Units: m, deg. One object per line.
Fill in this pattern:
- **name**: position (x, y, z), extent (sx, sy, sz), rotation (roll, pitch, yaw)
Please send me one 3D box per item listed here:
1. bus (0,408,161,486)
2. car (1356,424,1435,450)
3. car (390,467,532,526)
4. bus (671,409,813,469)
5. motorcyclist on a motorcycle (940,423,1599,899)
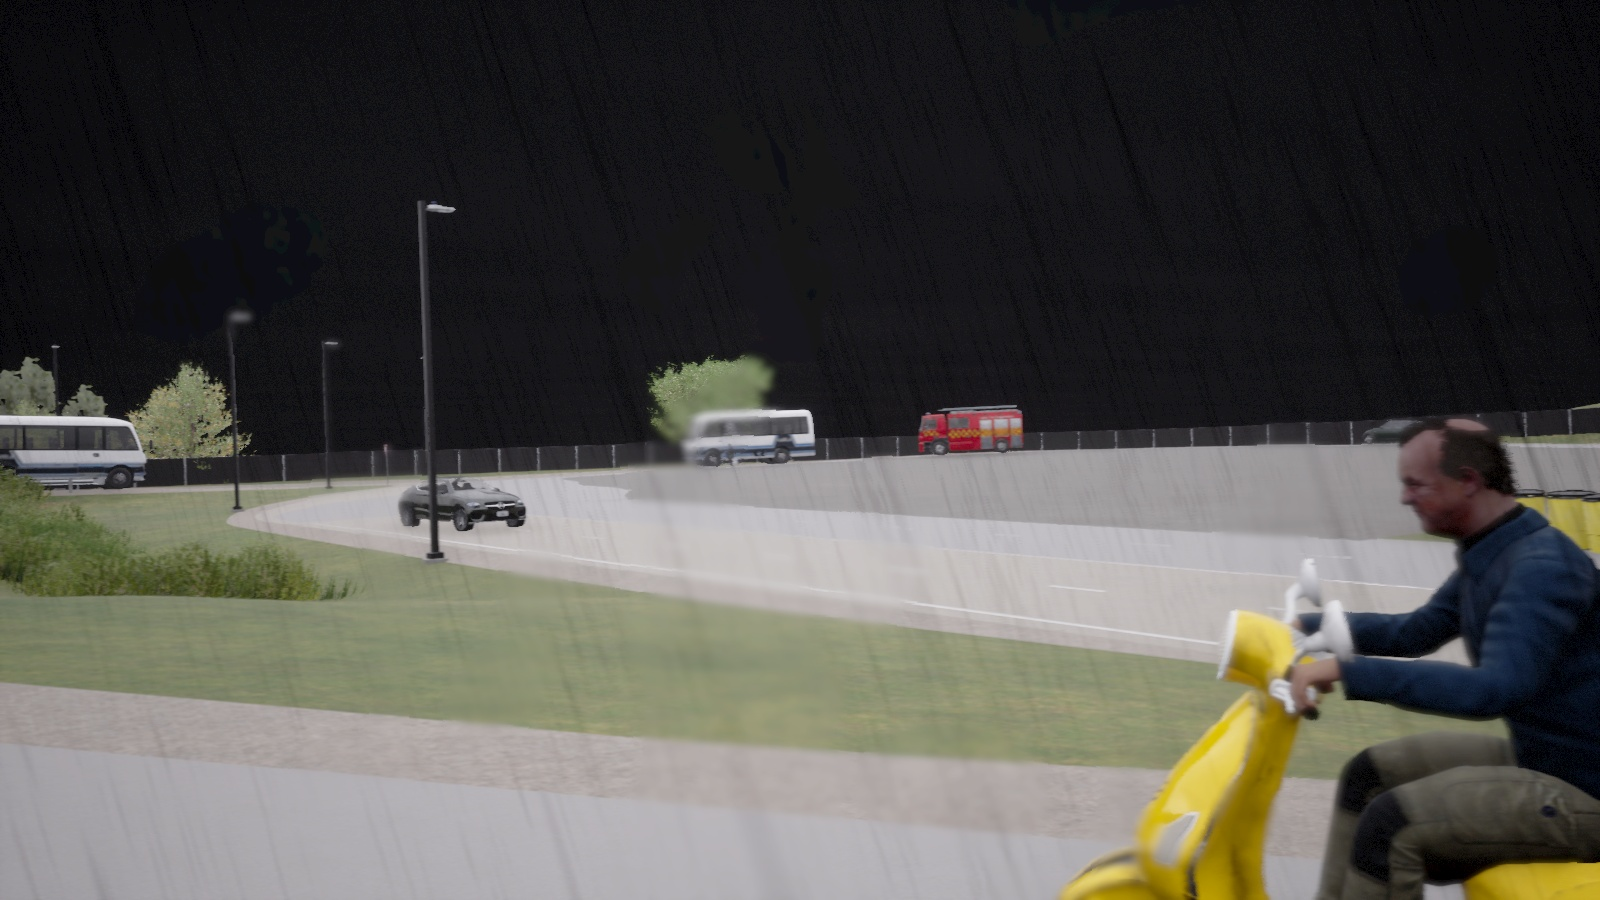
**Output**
- **bus**: position (-42.660, -0.103, 71.833), extent (10.273, 4.253, 3.944), rotation (1, -2, -40)
- **car**: position (41.580, -0.903, 87.815), extent (2.097, 1.767, 4.553), rotation (-2, 1, -35)
- **car**: position (-10.978, 1.445, 40.418), extent (5.027, 1.651, 2.152), rotation (0, 1, 45)
- **bus**: position (-4.549, -0.883, 99.039), extent (10.273, 4.253, 3.944), rotation (-3, 0, -22)
- **motorcyclist on a motorcycle**: position (1.300, 0.738, 2.776), extent (1.817, 1.590, 0.866), rotation (1, 1, 20)
